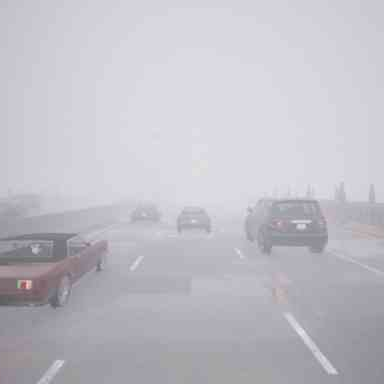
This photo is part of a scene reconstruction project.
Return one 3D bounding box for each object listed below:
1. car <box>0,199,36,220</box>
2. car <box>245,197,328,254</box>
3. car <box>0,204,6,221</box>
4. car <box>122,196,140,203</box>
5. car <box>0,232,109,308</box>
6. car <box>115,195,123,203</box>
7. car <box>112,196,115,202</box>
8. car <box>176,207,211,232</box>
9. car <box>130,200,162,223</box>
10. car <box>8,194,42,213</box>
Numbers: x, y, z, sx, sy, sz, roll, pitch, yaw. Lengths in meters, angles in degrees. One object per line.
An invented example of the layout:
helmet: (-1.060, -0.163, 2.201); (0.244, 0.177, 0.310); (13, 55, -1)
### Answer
car: (-14.094, 1.495, 24.831); (2.128, 1.511, 4.902); (0, 0, 0)
car: (3.598, 1.223, 13.633); (2.150, 2.045, 5.566); (0, 0, 0)
car: (-10.600, 1.507, 14.662); (1.837, 1.490, 4.892); (0, 0, 0)
car: (-10.060, 1.511, 57.007); (1.837, 1.490, 4.892); (0, 0, 2)
car: (-3.401, 1.602, 7.871); (1.895, 1.301, 4.718); (0, 0, 0)
car: (-13.263, 1.566, 65.947); (1.994, 1.385, 4.181); (0, 0, 2)
car: (-16.515, 1.487, 74.454); (1.882, 1.535, 5.008); (0, 0, 2)
car: (0.098, 1.567, 20.220); (1.994, 1.385, 4.181); (0, 0, 0)
car: (-3.400, 1.567, 25.521); (1.994, 1.385, 4.181); (0, 0, 0)
car: (-17.569, 1.225, 34.248); (2.150, 2.045, 5.566); (0, 0, 0)
